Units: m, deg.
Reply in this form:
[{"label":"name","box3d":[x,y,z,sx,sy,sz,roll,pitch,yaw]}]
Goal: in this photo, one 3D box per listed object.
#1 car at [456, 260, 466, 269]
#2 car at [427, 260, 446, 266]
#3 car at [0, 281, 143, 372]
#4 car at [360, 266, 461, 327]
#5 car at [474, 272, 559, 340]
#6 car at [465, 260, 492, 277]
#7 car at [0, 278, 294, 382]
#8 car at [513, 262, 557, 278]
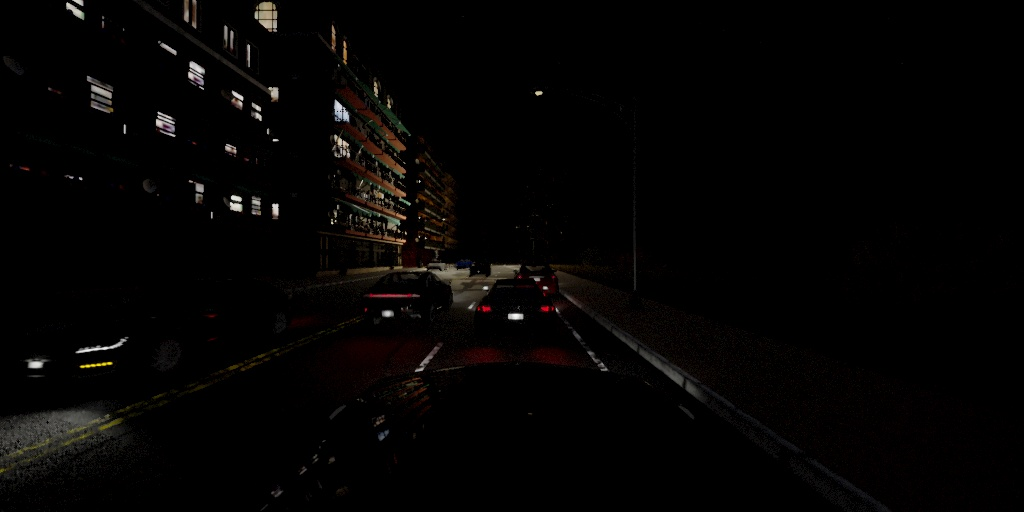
[{"label":"car","box3d":[-6.576,1.229,49.696,1.882,1.535,5.008,0,0,0]},{"label":"car","box3d":[-9.829,1.277,46.851,1.812,1.442,4.674,0,0,0]},{"label":"car","box3d":[-9.848,1.298,5.909,2.033,1.411,5.357,0,0,0]},{"label":"car","box3d":[-3.148,1.242,11.520,2.128,1.511,4.902,0,0,0]},{"label":"car","box3d":[0.097,1.315,9.983,1.994,1.385,4.181,0,0,0]},{"label":"car","box3d":[-3.136,1.245,36.319,2.128,1.511,4.902,0,0,0]},{"label":"car","box3d":[-6.599,1.256,7.395,1.837,1.490,4.892,0,0,0]},{"label":"car","box3d":[1.144,1.103,18.563,2.097,1.767,4.553,0,0,0]}]
